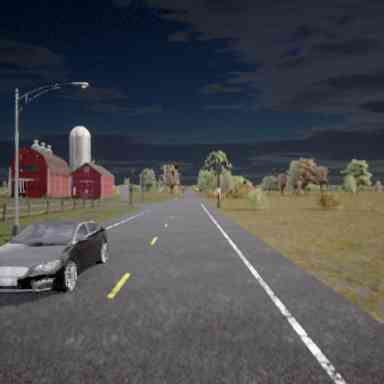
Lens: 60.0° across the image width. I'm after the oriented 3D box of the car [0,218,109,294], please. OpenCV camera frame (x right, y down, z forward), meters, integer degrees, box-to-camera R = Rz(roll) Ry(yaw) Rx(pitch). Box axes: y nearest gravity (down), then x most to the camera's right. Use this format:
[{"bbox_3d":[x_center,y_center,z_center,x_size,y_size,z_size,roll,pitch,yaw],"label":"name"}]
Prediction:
[{"bbox_3d":[-3.601,1.496,8.943,2.128,1.511,4.902,0,0,0],"label":"car"}]
